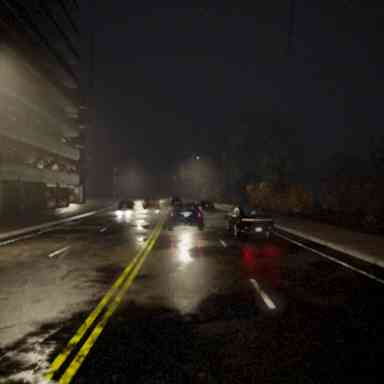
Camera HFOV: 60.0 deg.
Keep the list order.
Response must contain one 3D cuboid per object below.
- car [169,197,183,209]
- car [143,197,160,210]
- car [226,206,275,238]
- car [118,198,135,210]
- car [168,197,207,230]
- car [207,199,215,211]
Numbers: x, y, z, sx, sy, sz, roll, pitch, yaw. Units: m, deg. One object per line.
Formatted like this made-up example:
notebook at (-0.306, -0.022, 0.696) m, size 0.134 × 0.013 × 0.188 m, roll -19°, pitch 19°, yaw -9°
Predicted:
car at (-2.348, 1.541, 47.898) m, size 1.837 × 1.490 × 4.892 m, roll 0°, pitch -1°, yaw -6°
car at (-5.319, 1.393, 43.901) m, size 2.097 × 1.767 × 4.553 m, roll 0°, pitch 0°, yaw -5°
car at (2.972, 1.506, 17.673) m, size 2.128 × 1.511 × 4.902 m, roll 0°, pitch 0°, yaw -2°
car at (-8.562, 1.542, 43.718) m, size 2.128 × 1.511 × 4.902 m, roll 0°, pitch 0°, yaw -5°
car at (-0.437, 1.373, 21.414) m, size 2.097 × 1.767 × 4.553 m, roll 0°, pitch 0°, yaw -3°
car at (1.561, 1.594, 40.849) m, size 1.994 × 1.385 × 4.181 m, roll 0°, pitch 0°, yaw -5°
